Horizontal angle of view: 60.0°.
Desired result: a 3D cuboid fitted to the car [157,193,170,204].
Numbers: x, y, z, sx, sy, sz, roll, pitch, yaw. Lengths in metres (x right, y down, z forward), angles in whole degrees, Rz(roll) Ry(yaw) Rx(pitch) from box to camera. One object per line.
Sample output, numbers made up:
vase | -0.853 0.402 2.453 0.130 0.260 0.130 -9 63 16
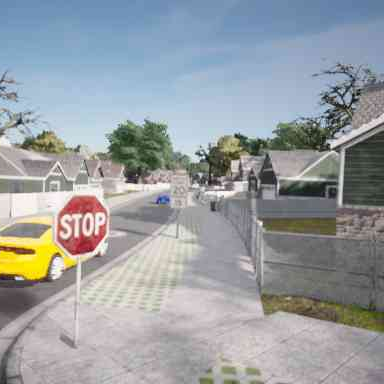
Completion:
car | -3.844 0.826 46.044 1.882 1.535 5.008 2 2 -3

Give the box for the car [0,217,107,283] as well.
car | -4.189 1.484 10.028 1.882 1.535 5.008 3 1 7
